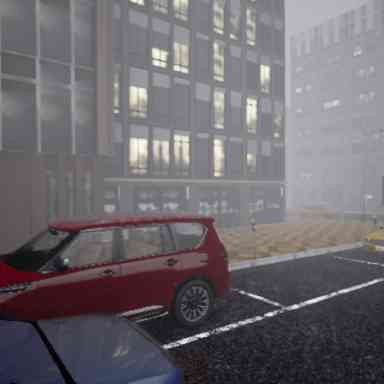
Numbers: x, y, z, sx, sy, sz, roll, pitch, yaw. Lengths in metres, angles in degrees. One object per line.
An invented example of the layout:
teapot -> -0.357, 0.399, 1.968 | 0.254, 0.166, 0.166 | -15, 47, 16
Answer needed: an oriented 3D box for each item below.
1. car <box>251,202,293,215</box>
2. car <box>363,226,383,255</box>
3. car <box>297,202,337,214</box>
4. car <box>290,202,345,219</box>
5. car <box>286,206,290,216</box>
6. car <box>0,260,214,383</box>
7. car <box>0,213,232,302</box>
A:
car -> 9.857, 1.987, 41.404 | 2.128, 1.511, 4.902 | -1, -1, -36
car -> 8.160, 1.544, 12.332 | 4.829, 1.417, 1.752 | 0, -1, -35
car -> 15.971, 1.964, 42.834 | 2.008, 1.369, 4.403 | -2, 0, -36
car -> 12.659, 1.903, 33.181 | 1.752, 1.417, 4.829 | -2, 0, -36
car -> 9.215, 2.040, 37.876 | 1.947, 1.339, 4.313 | -2, 0, -36
car -> -2.498, 1.546, 1.598 | 5.357, 1.411, 2.033 | 0, 0, -35
car -> -1.595, 1.318, 5.432 | 5.009, 1.841, 2.192 | 0, -1, -35
